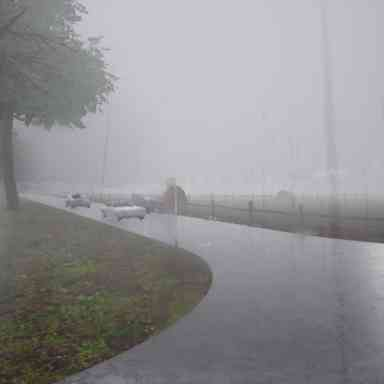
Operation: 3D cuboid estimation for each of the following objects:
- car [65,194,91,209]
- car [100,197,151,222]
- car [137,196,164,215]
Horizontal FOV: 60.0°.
[{"bbox_3d":[-12.031,0.958,34.994,1.837,1.490,4.892,-1,1,-31],"label":"car"},{"bbox_3d":[-4.885,1.257,23.236,1.895,1.301,4.718,-1,1,-31],"label":"car"},{"bbox_3d":[-3.914,1.082,27.063,1.837,1.490,4.892,-1,1,-31],"label":"car"}]
